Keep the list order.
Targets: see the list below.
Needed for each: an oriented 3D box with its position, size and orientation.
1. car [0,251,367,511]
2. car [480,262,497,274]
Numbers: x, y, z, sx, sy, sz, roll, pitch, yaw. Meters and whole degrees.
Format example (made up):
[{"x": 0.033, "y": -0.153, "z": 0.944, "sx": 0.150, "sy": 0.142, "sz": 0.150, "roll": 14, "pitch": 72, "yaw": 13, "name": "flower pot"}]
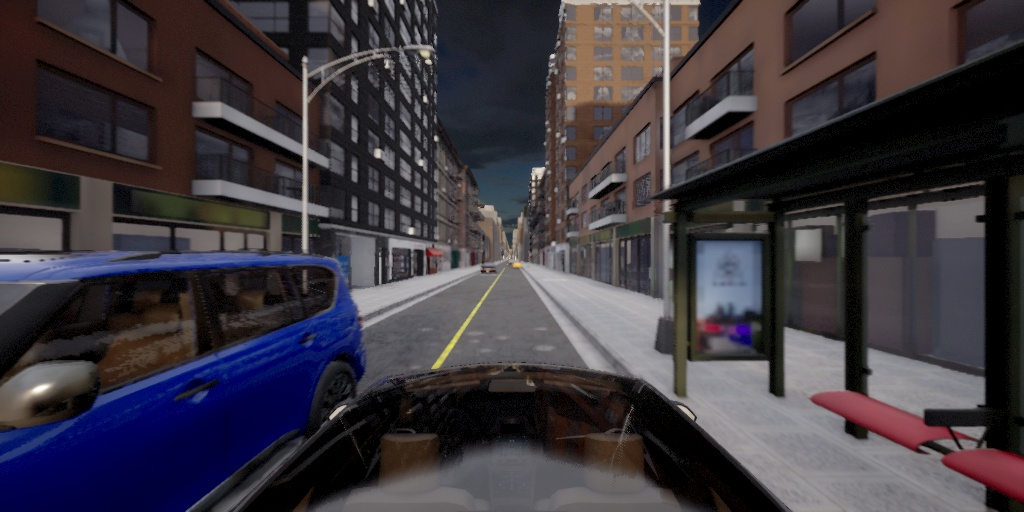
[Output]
[{"x": -2.848, "y": 0.973, "z": 2.173, "sx": 2.150, "sy": 2.045, "sz": 5.566, "roll": 0, "pitch": 0, "yaw": 0, "name": "car"}, {"x": -2.823, "y": 1.448, "z": 44.239, "sx": 2.033, "sy": 1.411, "sz": 5.357, "roll": 0, "pitch": 0, "yaw": 0, "name": "car"}]
